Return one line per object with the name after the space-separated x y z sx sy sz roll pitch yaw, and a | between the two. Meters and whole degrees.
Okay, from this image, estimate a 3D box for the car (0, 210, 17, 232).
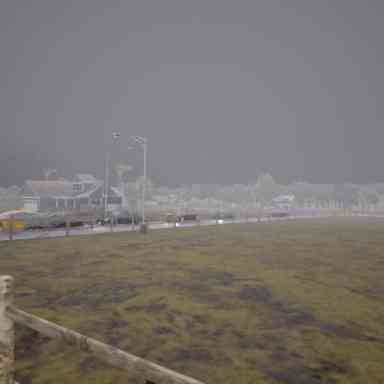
-12.495 2.017 23.499 1.882 1.535 5.008 0 -2 33 | car

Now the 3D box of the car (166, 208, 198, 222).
-1.105 2.689 39.698 2.097 1.767 4.553 0 -2 36 | car

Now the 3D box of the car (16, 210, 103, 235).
-9.122 2.098 23.273 2.128 1.511 4.902 0 -2 35 | car

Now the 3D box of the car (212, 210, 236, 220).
4.664 3.318 47.801 1.994 1.385 4.181 0 -2 35 | car

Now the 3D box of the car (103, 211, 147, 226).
-6.697 2.490 31.810 2.033 1.411 5.357 0 -2 35 | car

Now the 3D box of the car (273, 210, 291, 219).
15.888 3.883 58.609 1.882 1.535 5.008 0 -3 35 | car
